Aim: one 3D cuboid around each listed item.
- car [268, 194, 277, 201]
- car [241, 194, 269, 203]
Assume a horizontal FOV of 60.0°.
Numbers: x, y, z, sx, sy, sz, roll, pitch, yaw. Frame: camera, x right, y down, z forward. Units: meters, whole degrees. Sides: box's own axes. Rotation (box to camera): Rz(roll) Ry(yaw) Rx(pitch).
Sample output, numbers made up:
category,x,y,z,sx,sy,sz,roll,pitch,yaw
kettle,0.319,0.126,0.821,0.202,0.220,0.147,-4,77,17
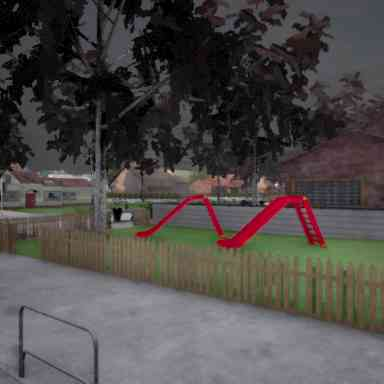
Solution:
category,x,y,z,sx,sy,sz,roll,pitch,yaw
car,14.724,1.511,56.512,1.812,1.442,4.674,0,0,35
car,8.813,1.463,48.132,1.882,1.535,5.008,0,0,36
